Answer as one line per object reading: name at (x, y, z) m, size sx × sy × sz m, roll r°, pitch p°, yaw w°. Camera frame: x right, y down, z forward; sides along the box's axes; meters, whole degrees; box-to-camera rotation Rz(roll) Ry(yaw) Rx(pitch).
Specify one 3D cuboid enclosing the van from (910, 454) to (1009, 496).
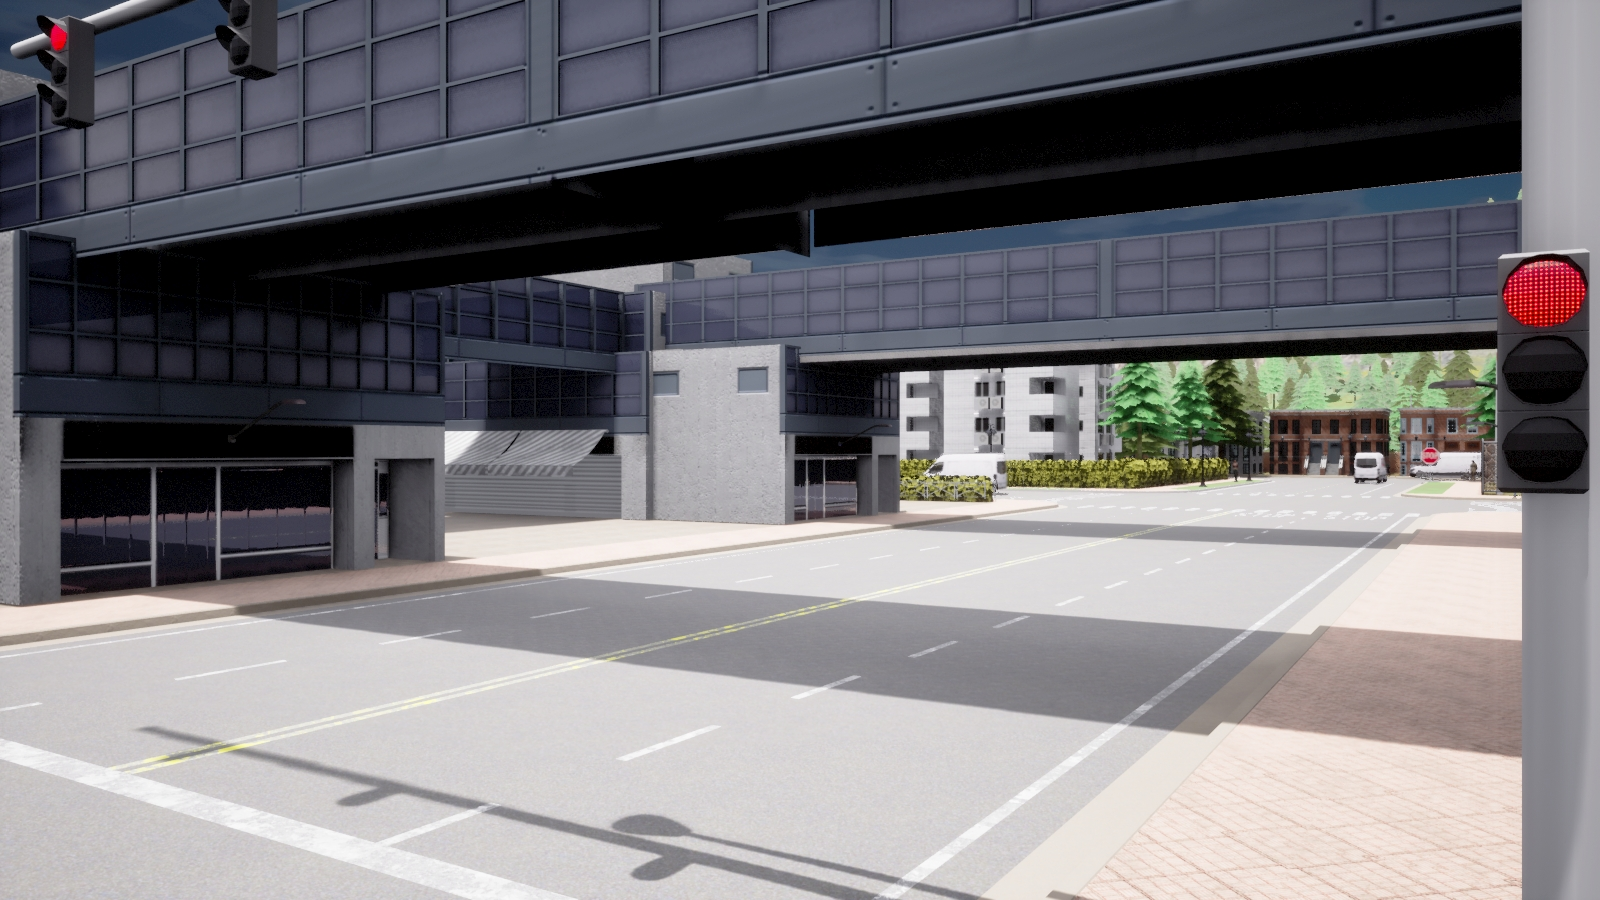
van at (10.166, 1.534, 72.976) m, size 5.915 × 2.561 × 1.988 m, roll 0°, pitch 0°, yaw 31°
